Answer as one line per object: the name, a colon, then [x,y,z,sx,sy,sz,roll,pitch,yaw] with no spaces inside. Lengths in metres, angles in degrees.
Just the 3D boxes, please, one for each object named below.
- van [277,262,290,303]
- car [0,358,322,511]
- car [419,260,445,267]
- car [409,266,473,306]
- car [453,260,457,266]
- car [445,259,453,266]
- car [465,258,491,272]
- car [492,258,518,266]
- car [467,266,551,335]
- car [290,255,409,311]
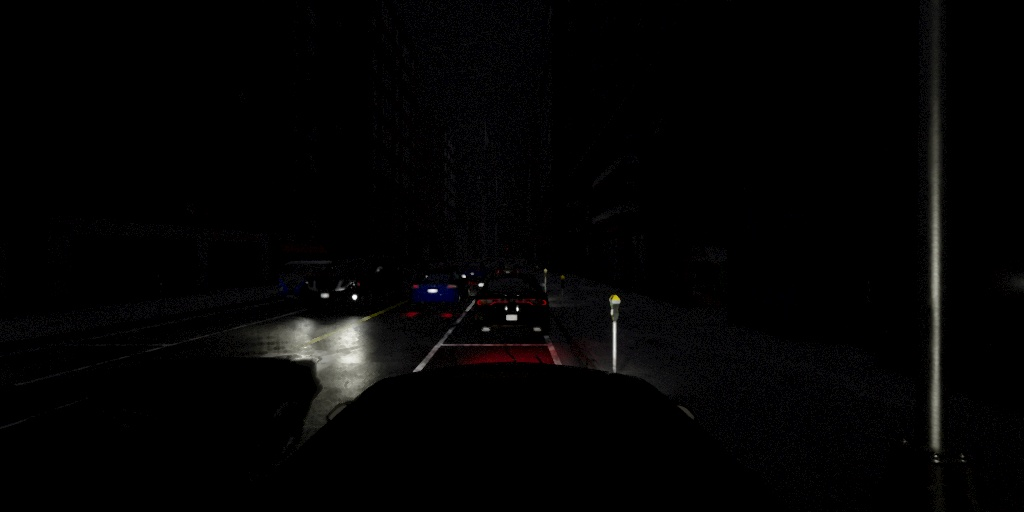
van: [-8.813,1.092,16.328,1.690,1.789,3.998,0,0,0]
car: [-3.045,1.351,1.862,1.895,1.301,4.718,0,0,0]
car: [-8.813,1.323,38.333,1.948,1.339,4.313,0,0,0]
car: [-3.046,1.315,15.786,1.994,1.385,4.181,0,0,0]
car: [-8.814,1.202,49.336,1.967,1.591,4.097,0,0,0]
car: [-8.814,1.341,43.834,1.802,1.307,4.207,0,0,0]
car: [-3.145,1.232,30.758,1.882,1.535,5.008,0,0,0]
car: [-0.288,1.193,27.330,1.967,1.591,4.097,0,0,0]
car: [-0.006,1.228,10.500,1.882,1.535,5.008,0,0,0]
car: [-6.257,0.972,14.795,2.150,2.045,5.566,0,0,0]
